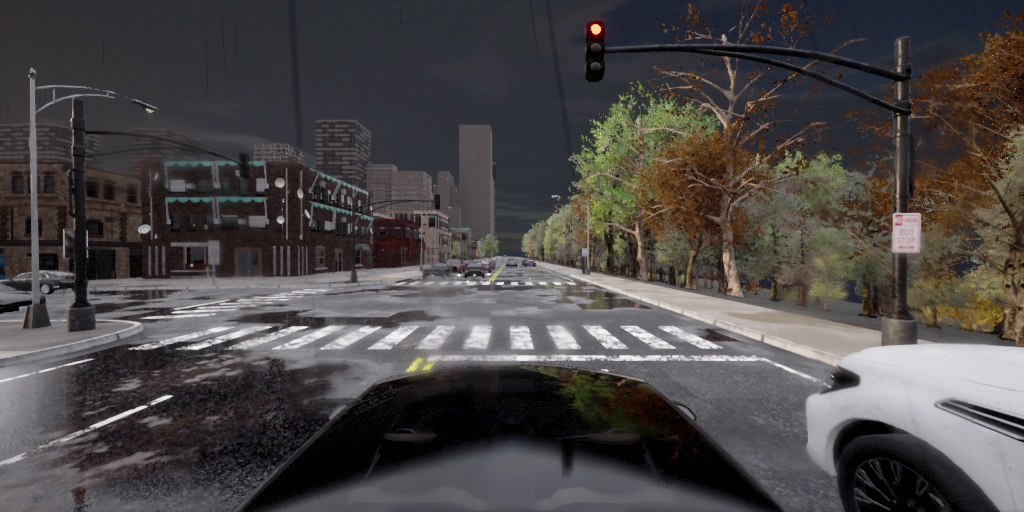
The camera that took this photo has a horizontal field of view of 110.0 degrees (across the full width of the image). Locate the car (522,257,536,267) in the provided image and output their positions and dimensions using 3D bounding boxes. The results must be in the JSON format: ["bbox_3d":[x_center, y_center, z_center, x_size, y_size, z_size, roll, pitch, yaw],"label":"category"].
[{"bbox_3d":[3.227,1.248,64.060,1.812,1.442,4.674,0,0,0],"label":"car"}]

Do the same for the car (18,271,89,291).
[{"bbox_3d":[-28.318,1.558,21.612,4.403,1.370,2.007,0,0,0],"label":"car"}]

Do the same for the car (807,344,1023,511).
[{"bbox_3d":[3.356,0.972,0.357,2.150,2.045,5.566,0,0,0],"label":"car"}]

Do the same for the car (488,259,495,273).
[{"bbox_3d":[-3.418,1.259,43.315,1.812,1.442,4.674,0,0,0],"label":"car"}]

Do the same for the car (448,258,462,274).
[{"bbox_3d":[-6.666,1.086,41.547,2.097,1.767,4.553,0,0,0],"label":"car"}]

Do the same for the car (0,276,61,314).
[{"bbox_3d":[-19.969,1.564,13.116,4.313,1.339,1.948,0,0,0],"label":"car"}]

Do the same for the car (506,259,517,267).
[{"bbox_3d":[-0.030,1.287,64.091,1.994,1.385,4.181,0,0,0],"label":"car"}]

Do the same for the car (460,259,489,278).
[{"bbox_3d":[-3.433,1.285,33.851,2.033,1.411,5.357,0,0,-4],"label":"car"}]

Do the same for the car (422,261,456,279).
[{"bbox_3d":[-6.666,1.339,32.462,1.895,1.301,4.718,0,0,0],"label":"car"}]
